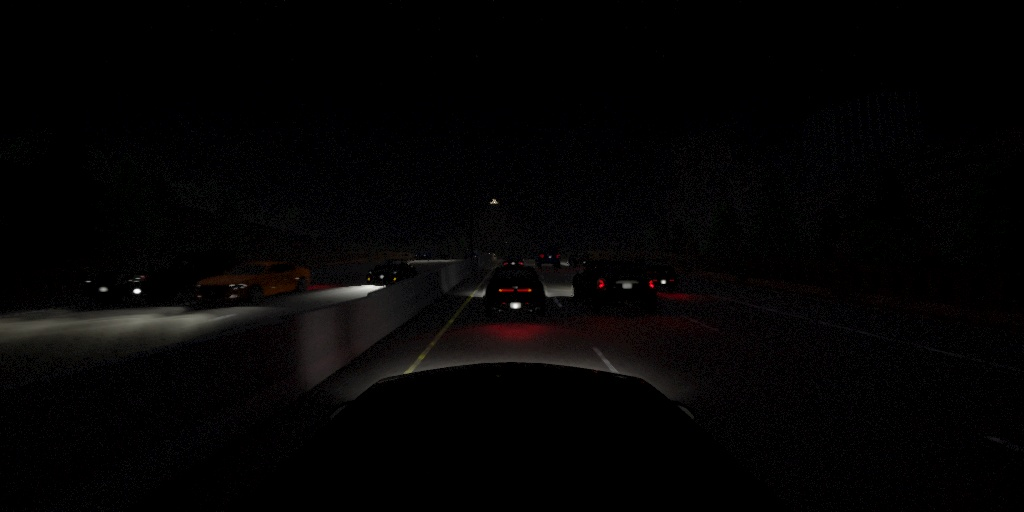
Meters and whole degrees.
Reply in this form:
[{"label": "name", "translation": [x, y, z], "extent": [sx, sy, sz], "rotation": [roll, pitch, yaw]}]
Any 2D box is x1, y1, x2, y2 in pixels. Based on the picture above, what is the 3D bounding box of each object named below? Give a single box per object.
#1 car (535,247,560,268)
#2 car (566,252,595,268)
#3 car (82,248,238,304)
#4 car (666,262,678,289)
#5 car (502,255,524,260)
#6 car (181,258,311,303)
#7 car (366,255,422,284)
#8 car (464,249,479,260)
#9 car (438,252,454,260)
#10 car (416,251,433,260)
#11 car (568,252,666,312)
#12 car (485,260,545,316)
[{"label": "car", "translation": [3.595, 0.121, 36.518], "extent": [2.150, 2.045, 5.566], "rotation": [0, 2, 0]}, {"label": "car", "translation": [7.095, 0.363, 37.523], "extent": [2.128, 1.511, 4.902], "rotation": [0, 2, 0]}, {"label": "car", "translation": [-14.102, 0.716, 15.126], "extent": [2.150, 2.045, 5.566], "rotation": [0, 2, 0]}, {"label": "car", "translation": [7.097, 0.888, 19.199], "extent": [1.837, 1.490, 4.892], "rotation": [0, 2, 0]}, {"label": "car", "translation": [0.095, 0.595, 31.212], "extent": [2.033, 1.411, 5.357], "rotation": [0, 2, 0]}, {"label": "car", "translation": [-10.602, 0.973, 15.131], "extent": [1.882, 1.535, 5.008], "rotation": [0, 2, 0]}, {"label": "car", "translation": [-7.103, 0.880, 21.552], "extent": [1.994, 1.385, 4.181], "rotation": [0, 2, 0]}, {"label": "car", "translation": [-7.041, -0.301, 63.114], "extent": [2.150, 2.045, 5.566], "rotation": [0, -1, 1]}, {"label": "car", "translation": [-10.565, -0.017, 57.550], "extent": [1.994, 1.385, 4.181], "rotation": [0, 0, 0]}, {"label": "car", "translation": [-14.063, -0.102, 57.522], "extent": [1.882, 1.535, 5.008], "rotation": [0, 0, 0]}, {"label": "car", "translation": [3.597, 0.898, 13.318], "extent": [2.097, 1.767, 4.553], "rotation": [0, 2, 0]}, {"label": "car", "translation": [0.098, 1.075, 12.540], "extent": [1.837, 1.490, 4.892], "rotation": [0, 2, 0]}]
